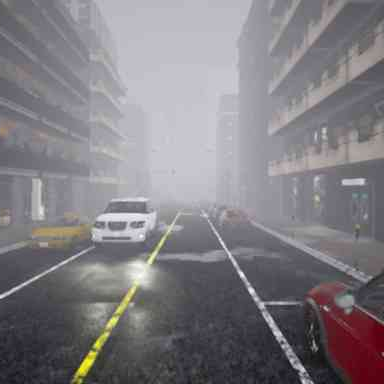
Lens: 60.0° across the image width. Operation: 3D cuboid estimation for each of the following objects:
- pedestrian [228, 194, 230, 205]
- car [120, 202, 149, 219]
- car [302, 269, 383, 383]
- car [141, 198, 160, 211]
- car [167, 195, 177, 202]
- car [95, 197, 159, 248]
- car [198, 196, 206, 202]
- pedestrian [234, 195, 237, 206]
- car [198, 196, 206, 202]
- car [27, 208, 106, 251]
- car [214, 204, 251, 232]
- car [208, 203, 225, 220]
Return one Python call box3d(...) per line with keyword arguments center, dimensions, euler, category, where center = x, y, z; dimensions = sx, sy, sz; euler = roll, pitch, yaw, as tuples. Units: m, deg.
box3d(center=(5.976, 1.221, 54.228), dimensions=(0.375, 1.860, 0.375), euler=(-1, 1, 0), category="pedestrian")
box3d(center=(-5.345, 1.654, 31.485), dimensions=(2.008, 1.369, 4.403), euler=(-1, 0, 0), category="car")
box3d(center=(2.552, 1.452, 3.287), dimensions=(1.967, 1.590, 4.097), euler=(-1, 0, 0), category="car")
box3d(center=(-5.484, 1.585, 44.560), dimensions=(1.967, 1.590, 4.097), euler=(-1, 0, 0), category="car")
box3d(center=(-5.382, 1.590, 86.538), dimensions=(2.192, 1.841, 5.009), euler=(-1, 0, 0), category="car")
box3d(center=(-2.860, 1.272, 15.344), dimensions=(2.150, 2.045, 5.566), euler=(0, 0, 0), category="car")
box3d(center=(2.501, 1.826, 86.483), dimensions=(2.008, 1.369, 4.403), euler=(-1, 0, 0), category="car")
box3d(center=(6.977, 1.318, 53.029), dimensions=(0.375, 1.860, 0.375), euler=(-1, 1, 0), category="pedestrian")
box3d(center=(2.505, 1.840, 80.944), dimensions=(1.802, 1.307, 4.206), euler=(-1, 0, 0), category="car")
box3d(center=(-5.334, 1.573, 14.361), dimensions=(1.752, 1.417, 4.829), euler=(-1, 0, 0), category="car")
box3d(center=(2.543, 1.649, 20.279), dimensions=(1.802, 1.307, 4.206), euler=(-1, 0, 0), category="car")
box3d(center=(2.539, 1.630, 25.944), dimensions=(1.887, 1.381, 4.507), euler=(-1, 0, 0), category="car")
